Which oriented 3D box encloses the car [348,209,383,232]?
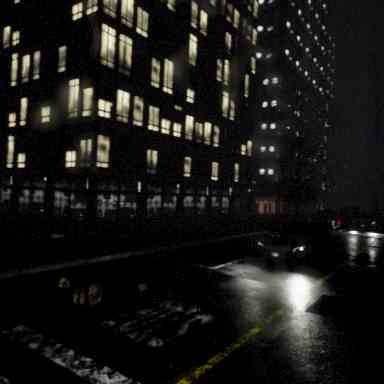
[{"bbox_3d":[15.045,2.530,28.587,1.812,1.442,4.674,3,-1,35],"label":"car"}]

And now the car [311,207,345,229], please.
[{"bbox_3d":[10.705,2.210,26.904,1.967,1.590,4.097,2,-1,35],"label":"car"}]

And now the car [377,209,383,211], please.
[{"bbox_3d":[29.937,3.559,54.726,1.802,1.307,4.206,2,-1,35],"label":"car"}]

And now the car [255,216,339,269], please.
[{"bbox_3d":[4.050,1.838,12.718,1.812,1.442,4.674,3,-1,35],"label":"car"}]

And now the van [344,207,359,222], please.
[{"bbox_3d":[17.121,2.515,36.180,1.690,1.788,3.998,2,-1,35],"label":"van"}]
